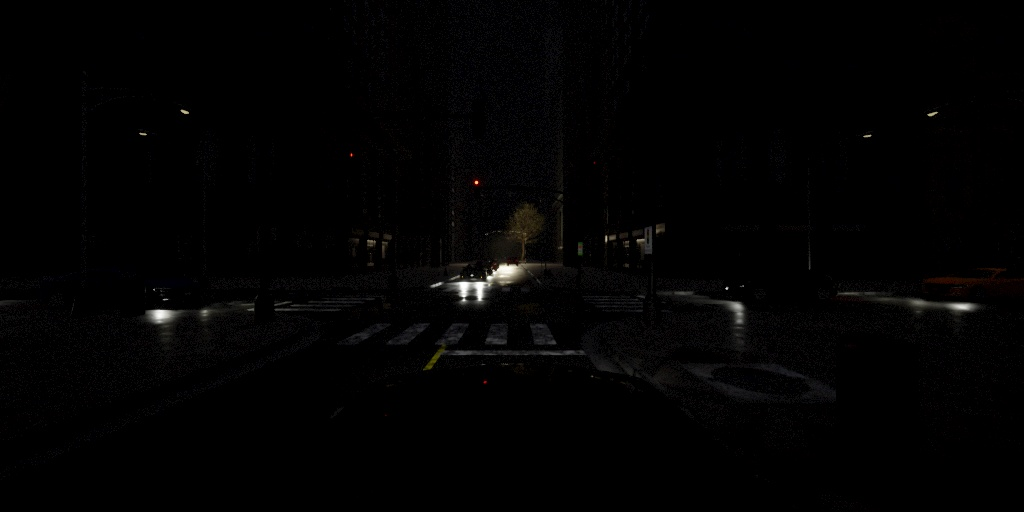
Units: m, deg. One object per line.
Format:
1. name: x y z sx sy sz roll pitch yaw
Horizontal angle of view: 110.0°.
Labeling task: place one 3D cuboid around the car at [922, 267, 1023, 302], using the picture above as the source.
1. car: 22.549 1.300 16.972 5.008 1.535 1.882 0 0 0

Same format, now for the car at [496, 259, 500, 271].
1. car: -3.060 1.116 48.300 2.097 1.767 4.553 0 0 0

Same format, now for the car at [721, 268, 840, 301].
1. car: 12.595 1.297 16.984 4.892 1.490 1.837 0 0 0

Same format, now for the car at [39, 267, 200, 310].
1. car: -14.903 1.177 13.799 5.008 1.535 1.882 0 0 2

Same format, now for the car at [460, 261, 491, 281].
1. car: -3.082 1.314 29.584 1.994 1.385 4.181 0 0 0

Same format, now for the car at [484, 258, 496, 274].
1. car: -3.077 1.232 38.654 1.882 1.535 5.008 0 0 0
